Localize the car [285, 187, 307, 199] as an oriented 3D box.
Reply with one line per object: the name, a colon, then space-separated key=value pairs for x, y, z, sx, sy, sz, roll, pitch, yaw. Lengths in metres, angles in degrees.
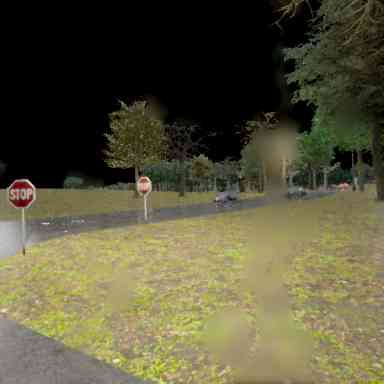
car: x=15.168 y=0.032 z=48.318 sx=2.097 sy=1.767 sz=4.553 roll=-3 pitch=0 yaw=34

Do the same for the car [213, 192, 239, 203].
car: x=4.611 y=0.717 z=45.252 sx=2.128 sy=1.511 sz=4.902 roll=-3 pitch=0 yaw=35
